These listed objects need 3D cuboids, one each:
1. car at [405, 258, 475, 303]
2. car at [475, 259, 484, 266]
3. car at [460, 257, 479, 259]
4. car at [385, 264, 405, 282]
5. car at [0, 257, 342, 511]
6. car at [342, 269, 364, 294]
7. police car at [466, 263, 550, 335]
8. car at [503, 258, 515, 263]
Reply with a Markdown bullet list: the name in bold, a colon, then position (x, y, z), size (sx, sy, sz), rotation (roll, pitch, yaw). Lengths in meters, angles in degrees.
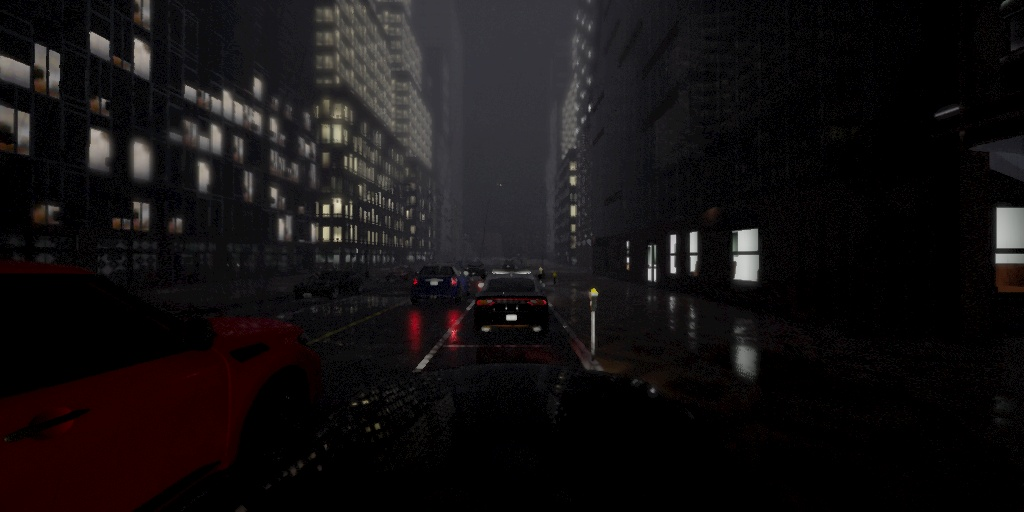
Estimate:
- **car**: position (-3.145, 1.114, 16.632), size (2.097, 1.767, 4.553), rotation (0, 0, 0)
- **car**: position (-3.145, 1.237, 31.662), size (2.128, 1.511, 4.902), rotation (0, 0, 0)
- **car**: position (-6.146, 1.289, 50.662), size (1.812, 1.442, 4.674), rotation (0, 0, 0)
- **car**: position (-8.835, 1.324, 29.033), size (1.802, 1.307, 4.207), rotation (0, 0, 0)
- **car**: position (-3.145, 0.966, 1.530), size (2.150, 2.045, 5.566), rotation (0, 0, 0)
- **car**: position (-8.836, 1.313, 17.650), size (1.948, 1.339, 4.313), rotation (0, 0, 0)
- **police car**: position (-0.012, 1.174, 10.609), size (1.930, 1.638, 5.238), rotation (0, 0, 0)
- **car**: position (-0.455, 1.297, 46.099), size (1.948, 1.339, 4.313), rotation (0, 0, 0)
